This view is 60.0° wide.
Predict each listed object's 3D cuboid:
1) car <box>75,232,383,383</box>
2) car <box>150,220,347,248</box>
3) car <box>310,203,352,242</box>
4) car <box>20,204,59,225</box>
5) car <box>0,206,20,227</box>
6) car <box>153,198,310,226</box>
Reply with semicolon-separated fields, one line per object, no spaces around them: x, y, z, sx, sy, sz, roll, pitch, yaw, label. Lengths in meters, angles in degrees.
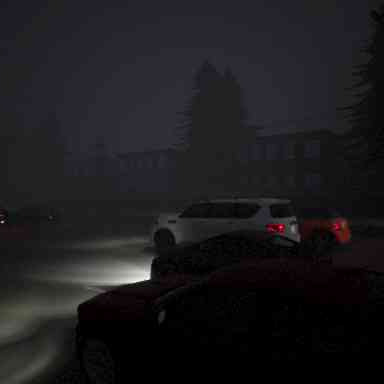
0.795;1.477;3.482;5.008;1.535;1.882;-1;0;36;car
1.032;1.574;7.656;4.181;1.385;1.994;-1;0;36;car
4.130;1.345;14.066;4.553;1.767;2.097;-1;0;36;car
-12.543;1.717;26.355;4.902;1.511;2.128;-1;0;36;car
-14.396;1.743;23.373;4.892;1.490;1.837;-1;0;36;car
1.015;1.245;12.014;5.566;2.045;2.150;-1;0;36;car
